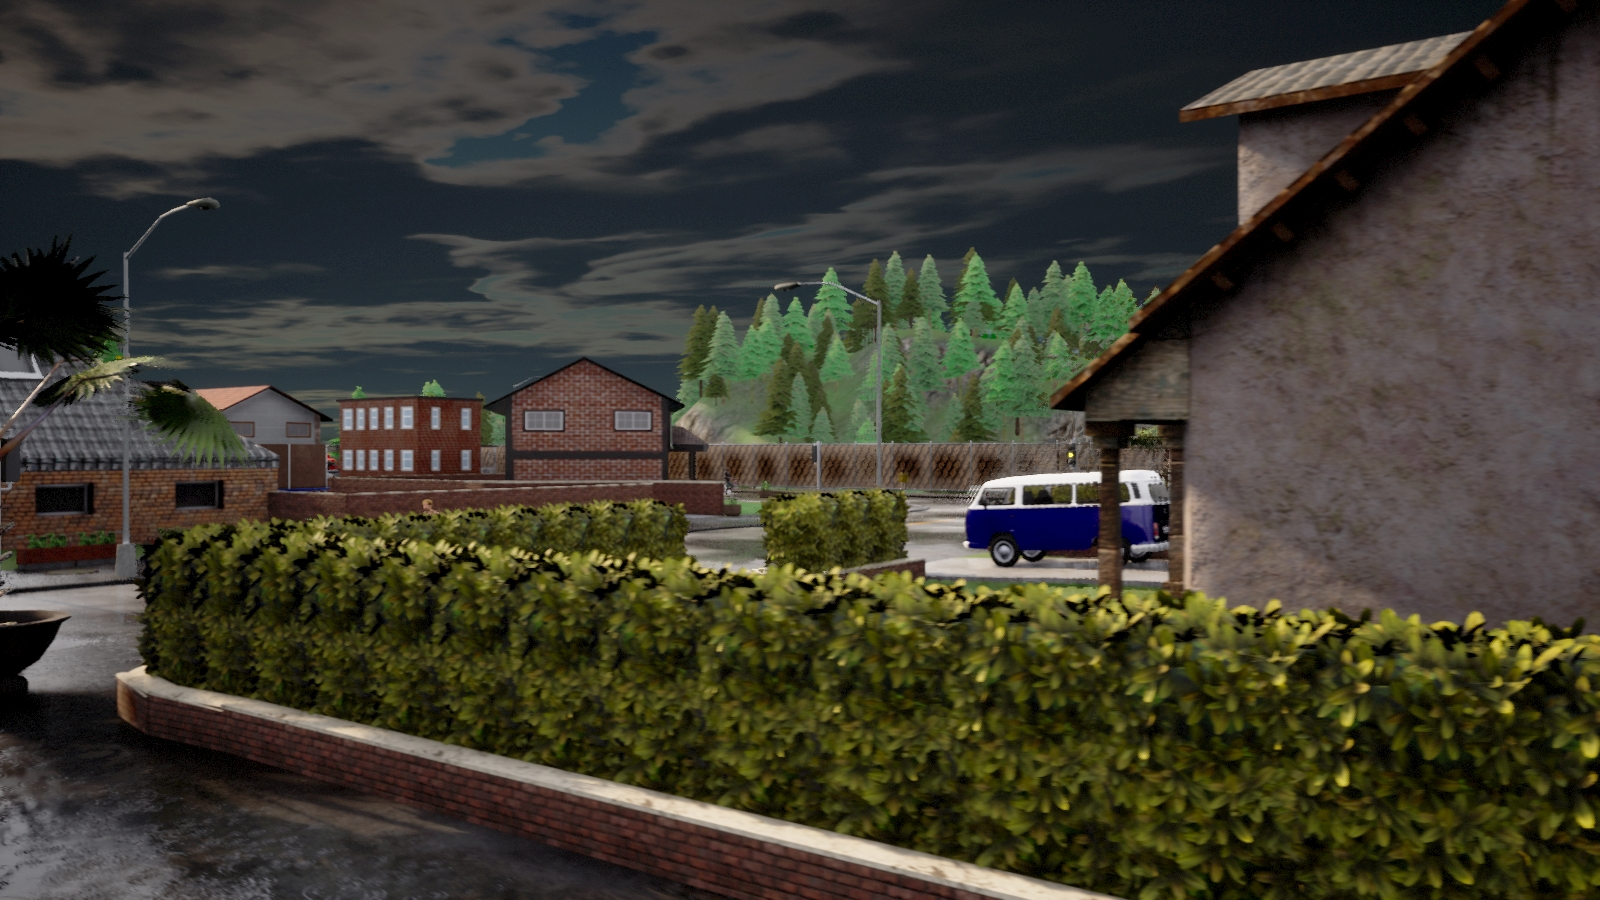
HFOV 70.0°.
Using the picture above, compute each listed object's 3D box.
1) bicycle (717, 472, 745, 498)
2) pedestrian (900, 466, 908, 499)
[{"bbox_3d":[-4.120,2.060,67.767,1.835,1.471,0.329,0,0,35],"label":"bicycle"},{"bbox_3d":[5.903,1.849,64.746,0.375,1.860,0.375,0,0,15],"label":"pedestrian"}]
